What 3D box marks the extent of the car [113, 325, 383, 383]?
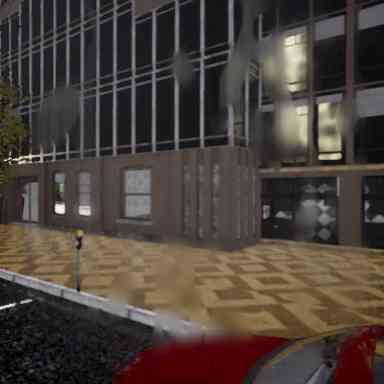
[{"bbox_3d":[1.217,1.581,2.007,4.206,1.307,1.802,0,0,35],"label":"car"}]
